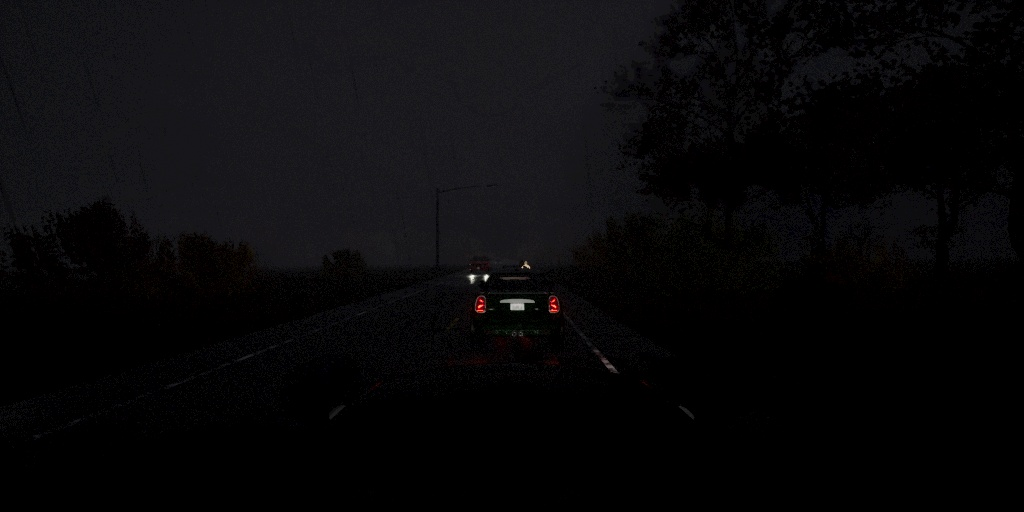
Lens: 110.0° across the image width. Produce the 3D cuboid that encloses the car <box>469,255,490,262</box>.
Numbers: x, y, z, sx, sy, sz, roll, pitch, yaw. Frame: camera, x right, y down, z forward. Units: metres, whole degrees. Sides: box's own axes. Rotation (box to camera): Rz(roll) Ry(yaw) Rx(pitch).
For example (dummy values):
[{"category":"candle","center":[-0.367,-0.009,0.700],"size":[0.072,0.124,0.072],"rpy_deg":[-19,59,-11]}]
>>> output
[{"category":"car","center":[-3.624,0.957,41.048],"size":[2.150,2.045,5.566],"rpy_deg":[0,0,0]}]

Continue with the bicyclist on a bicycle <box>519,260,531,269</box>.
[{"category":"bicyclist on a bicycle","center":[0.985,1.177,25.563],"size":[0.866,1.612,1.509],"rpy_deg":[0,0,1]}]

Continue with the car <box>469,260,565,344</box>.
[{"category":"car","center":[0.116,1.099,9.740],"size":[2.097,1.767,4.553],"rpy_deg":[0,0,0]}]
